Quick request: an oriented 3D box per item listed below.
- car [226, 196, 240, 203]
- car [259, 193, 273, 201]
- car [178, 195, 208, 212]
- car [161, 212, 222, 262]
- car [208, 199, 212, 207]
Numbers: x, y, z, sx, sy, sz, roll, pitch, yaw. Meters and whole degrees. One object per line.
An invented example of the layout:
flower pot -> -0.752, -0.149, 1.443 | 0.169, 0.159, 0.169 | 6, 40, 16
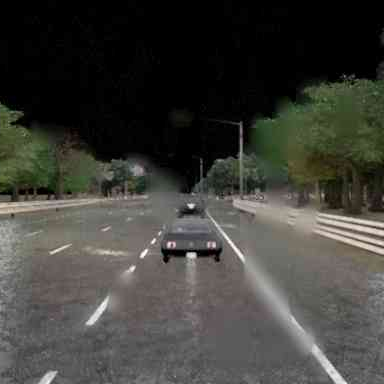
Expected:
car -> 9.217, 1.601, 74.161 | 2.128, 1.511, 4.902 | 0, 0, 28
car -> 20.256, 1.258, 90.728 | 2.150, 2.045, 5.566 | 0, 0, 41
car -> -0.055, 1.266, 28.697 | 2.150, 2.045, 5.566 | 0, 0, 0
car -> -0.018, 1.620, 12.206 | 1.895, 1.301, 4.718 | 0, 0, 0
car -> 1.997, 1.642, 53.676 | 1.994, 1.385, 4.181 | 0, 0, 13
